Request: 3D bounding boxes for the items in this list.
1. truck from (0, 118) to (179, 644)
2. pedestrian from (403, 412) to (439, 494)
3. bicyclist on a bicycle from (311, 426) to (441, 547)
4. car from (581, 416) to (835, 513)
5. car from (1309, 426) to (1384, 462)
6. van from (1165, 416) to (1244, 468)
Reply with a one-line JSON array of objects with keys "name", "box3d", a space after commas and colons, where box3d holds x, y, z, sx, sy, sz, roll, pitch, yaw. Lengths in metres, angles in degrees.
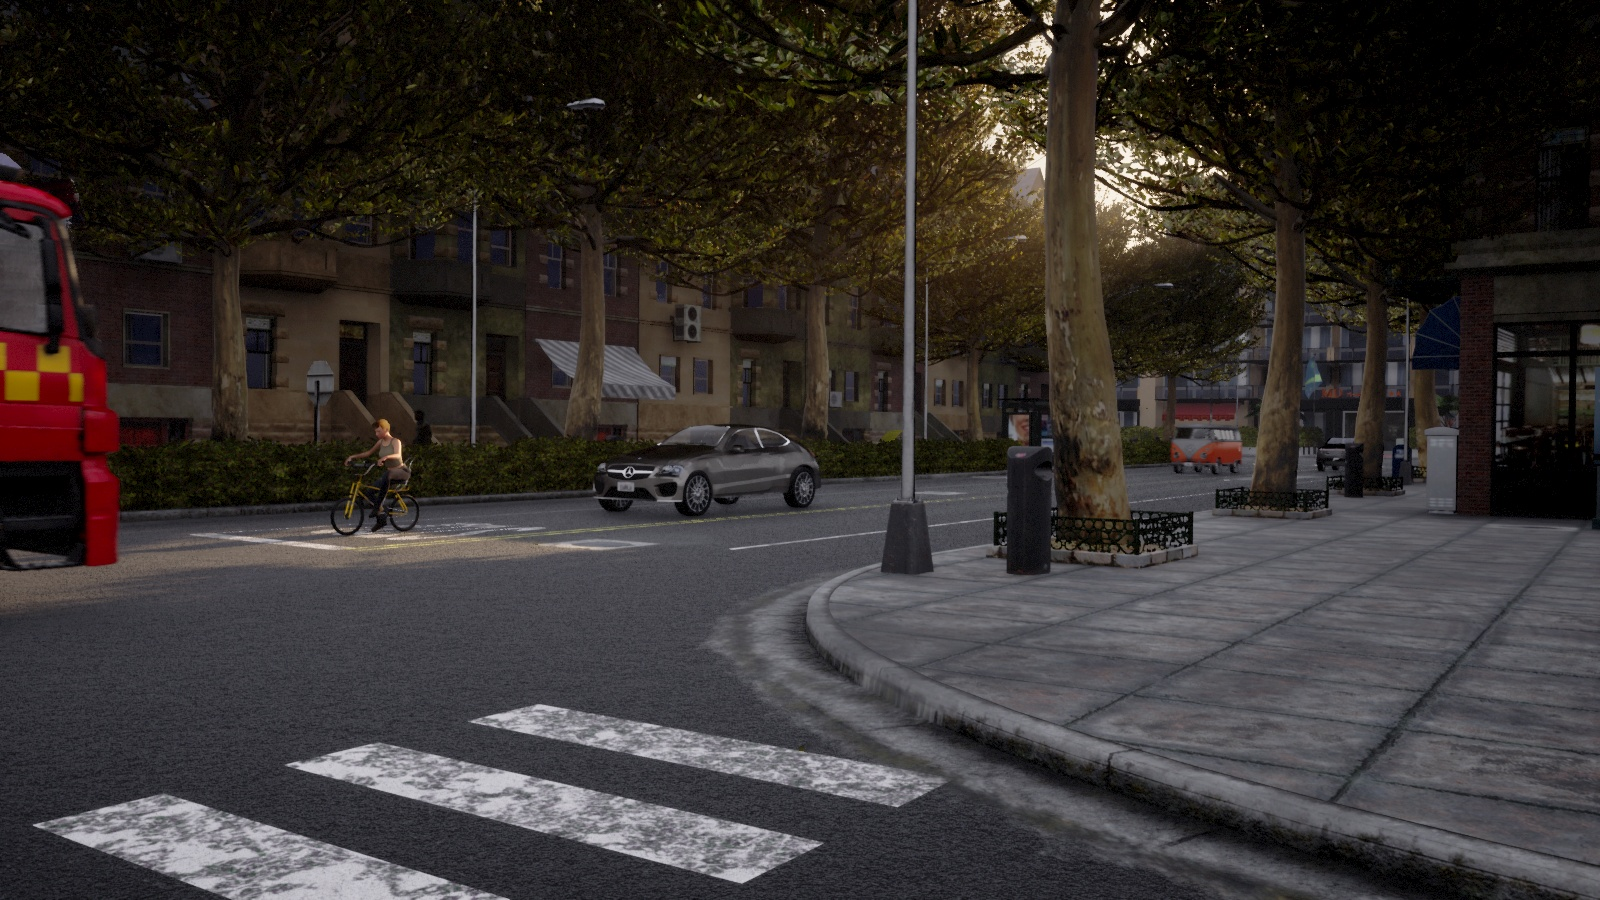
[{"name": "truck", "box3d": [-8.667, -0.458, 7.547, 2.891, 3.827, 8.468, 0, 1, 34]}, {"name": "pedestrian", "box3d": [-8.939, 0.064, 29.630, 0.395, 1.930, 0.692, 0, 1, 42]}, {"name": "bicyclist on a bicycle", "box3d": [-5.954, 0.480, 17.696, 0.866, 1.612, 1.509, 0, 1, 34]}, {"name": "car", "box3d": [-1.617, 0.196, 24.013, 2.152, 1.651, 5.027, 0, 1, 35]}, {"name": "car", "box3d": [24.162, -0.288, 55.410, 2.128, 1.511, 4.902, 0, 1, 34]}, {"name": "van", "box3d": [16.113, -0.343, 49.863, 1.775, 1.987, 4.442, 0, 1, 34]}]
